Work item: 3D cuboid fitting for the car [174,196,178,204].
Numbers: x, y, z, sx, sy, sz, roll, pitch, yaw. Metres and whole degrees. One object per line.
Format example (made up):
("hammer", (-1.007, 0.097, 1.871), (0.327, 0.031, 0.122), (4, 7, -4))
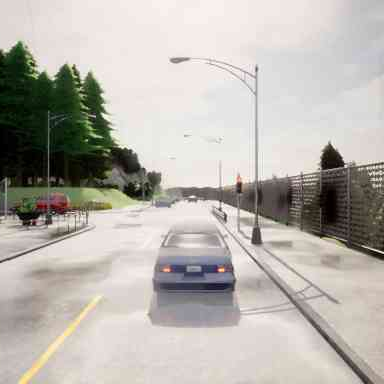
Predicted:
("car", (-3.982, 1.500, 59.559), (1.837, 1.490, 4.892), (0, 1, 0))

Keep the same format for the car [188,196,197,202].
("car", (0.123, 1.540, 74.157), (2.033, 1.411, 5.357), (0, 0, 0))

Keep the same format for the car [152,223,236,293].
("car", (0.061, 1.547, 9.001), (2.033, 1.411, 5.357), (0, 0, 1))

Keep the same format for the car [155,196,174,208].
("car", (-4.024, 1.351, 46.959), (2.097, 1.767, 4.553), (0, 0, 0))

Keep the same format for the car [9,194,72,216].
("car", (-14.356, 1.221, 31.731), (5.566, 2.045, 2.150), (0, 0, 5))
